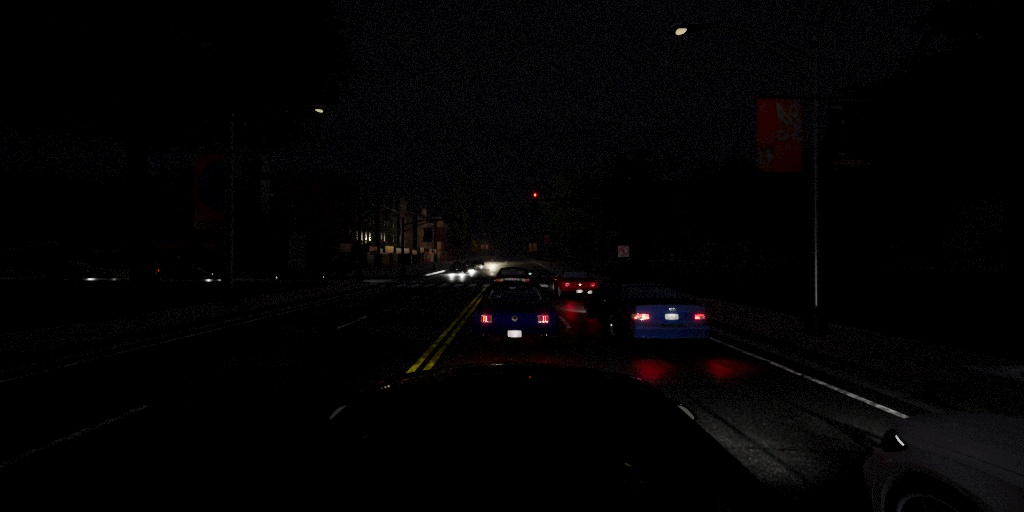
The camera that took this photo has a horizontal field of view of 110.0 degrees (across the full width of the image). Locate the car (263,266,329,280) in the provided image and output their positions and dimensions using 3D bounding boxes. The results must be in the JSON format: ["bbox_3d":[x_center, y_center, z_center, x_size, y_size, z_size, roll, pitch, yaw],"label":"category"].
[{"bbox_3d":[-18.098,1.449,30.251,4.718,1.301,1.895,1,0,0],"label":"car"}]

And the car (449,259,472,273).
[{"bbox_3d":[-6.618,1.427,44.874,1.994,1.385,4.181,0,0,0],"label":"car"}]

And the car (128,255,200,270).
[{"bbox_3d":[-31.927,0.966,33.187,5.566,2.045,2.150,0,0,0],"label":"car"}]

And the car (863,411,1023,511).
[{"bbox_3d":[3.344,1.275,0.487,1.812,1.442,4.674,0,0,0],"label":"car"}]

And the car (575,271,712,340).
[{"bbox_3d":[3.328,1.322,9.963,2.033,1.411,5.357,0,0,0],"label":"car"}]

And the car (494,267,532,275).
[{"bbox_3d":[0.045,1.314,19.178,1.882,1.535,5.008,0,0,0],"label":"car"}]

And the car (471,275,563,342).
[{"bbox_3d":[0.078,1.374,9.837,1.895,1.301,4.718,0,0,0],"label":"car"}]

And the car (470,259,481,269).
[{"bbox_3d":[-6.614,1.277,56.021,2.128,1.511,4.902,0,1,0],"label":"car"}]

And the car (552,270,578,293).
[{"bbox_3d":[3.296,1.439,19.606,1.895,1.301,4.718,0,0,0],"label":"car"}]

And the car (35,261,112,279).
[{"bbox_3d":[-36.884,1.164,30.260,5.008,1.535,1.882,0,0,0],"label":"car"}]

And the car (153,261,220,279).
[{"bbox_3d":[-27.260,1.325,30.248,4.181,1.385,1.994,0,0,0],"label":"car"}]
